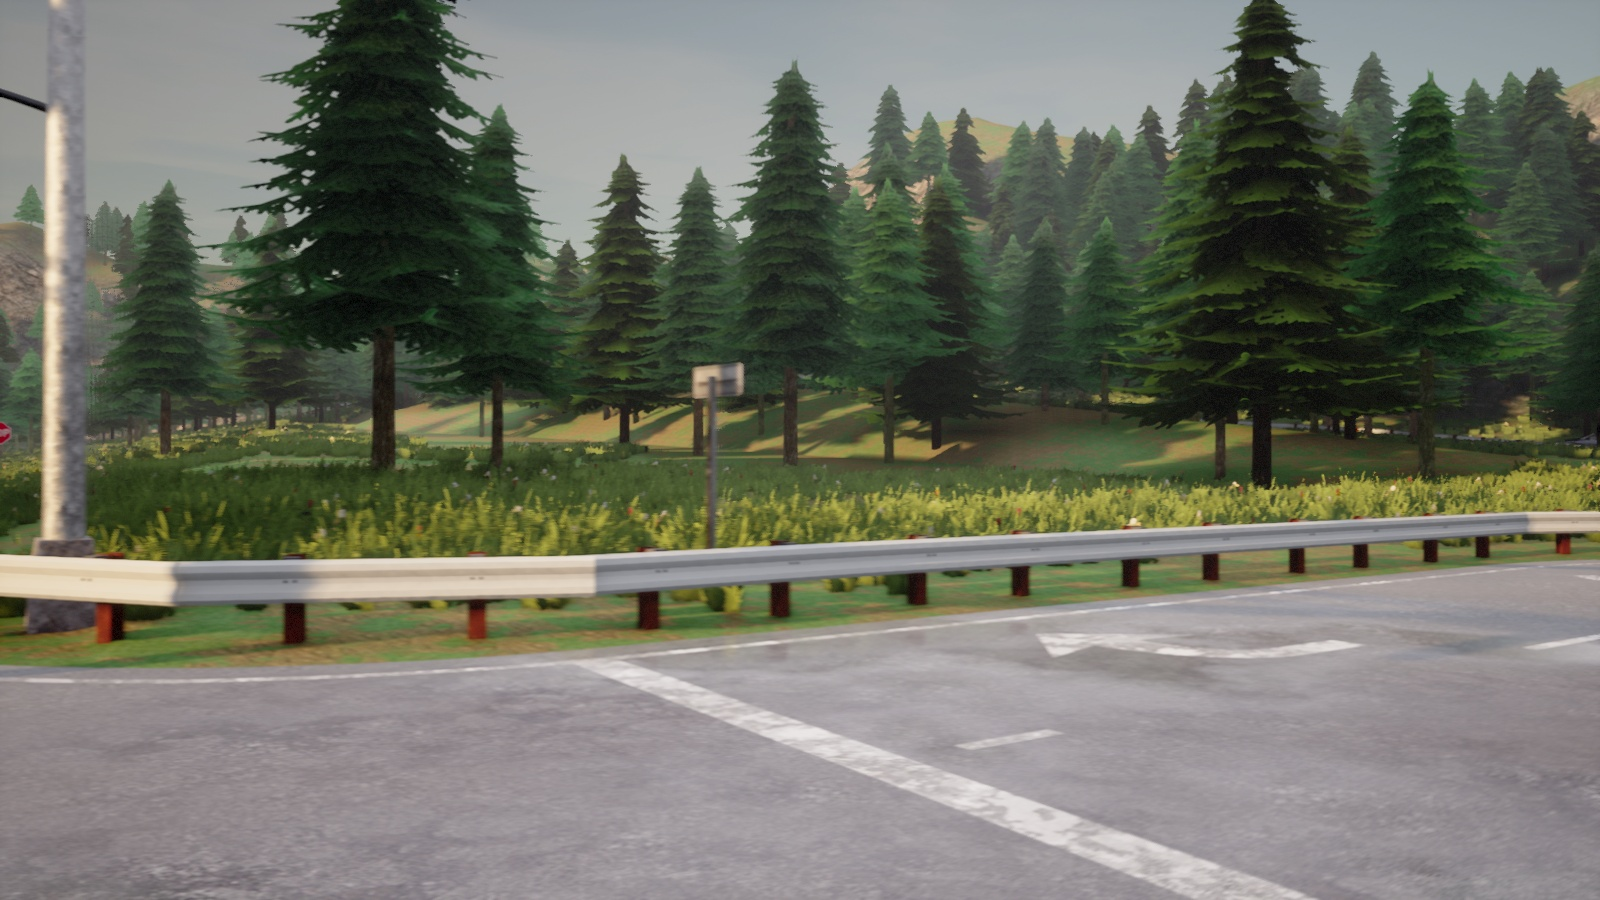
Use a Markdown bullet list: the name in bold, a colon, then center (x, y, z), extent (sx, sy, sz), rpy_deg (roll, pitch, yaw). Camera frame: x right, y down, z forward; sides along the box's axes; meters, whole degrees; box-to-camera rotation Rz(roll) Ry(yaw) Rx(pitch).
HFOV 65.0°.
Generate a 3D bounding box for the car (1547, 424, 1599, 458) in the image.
- **car**: center (43.566, -0.401, 68.220), extent (4.856, 1.649, 2.033), rpy_deg (5, 2, 37)
